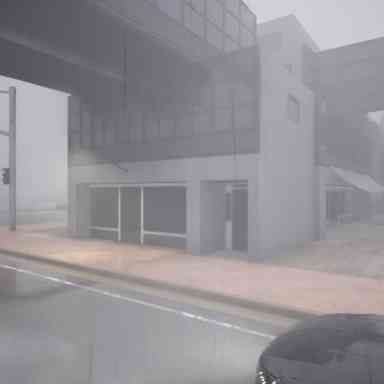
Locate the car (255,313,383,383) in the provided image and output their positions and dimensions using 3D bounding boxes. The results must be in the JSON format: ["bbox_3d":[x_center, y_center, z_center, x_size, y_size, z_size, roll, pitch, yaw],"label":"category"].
[{"bbox_3d":[2.774,1.504,2.013,4.892,1.490,1.837,0,0,36],"label":"car"}]

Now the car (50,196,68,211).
[{"bbox_3d":[-13.920,1.550,39.198,1.994,1.385,4.181,0,0,37],"label":"car"}]

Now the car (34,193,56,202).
[{"bbox_3d":[-31.249,1.127,69.870,4.605,1.855,1.932,0,0,35],"label":"car"}]
